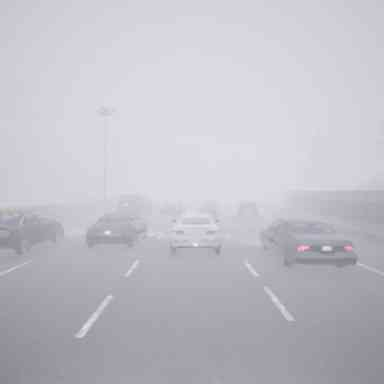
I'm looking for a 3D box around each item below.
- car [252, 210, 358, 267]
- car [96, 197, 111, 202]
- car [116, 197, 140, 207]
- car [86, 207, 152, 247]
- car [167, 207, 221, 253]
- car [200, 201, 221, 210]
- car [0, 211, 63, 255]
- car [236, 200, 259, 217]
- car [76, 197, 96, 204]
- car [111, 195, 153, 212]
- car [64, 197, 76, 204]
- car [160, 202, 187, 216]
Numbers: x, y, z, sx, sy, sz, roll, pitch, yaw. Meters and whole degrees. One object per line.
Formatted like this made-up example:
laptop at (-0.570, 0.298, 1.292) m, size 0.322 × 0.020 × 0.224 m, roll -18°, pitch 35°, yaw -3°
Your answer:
car at (3.630, 1.555, 11.378) m, size 2.033 × 1.411 × 5.357 m, roll 0°, pitch 0°, yaw 1°
car at (-13.961, 1.550, 57.382) m, size 1.882 × 1.535 × 5.008 m, roll 0°, pitch 0°, yaw 17°
car at (-10.745, 1.571, 55.920) m, size 1.837 × 1.490 × 4.892 m, roll 0°, pitch 0°, yaw 17°
car at (-3.282, 1.583, 15.172) m, size 1.994 × 1.385 × 4.181 m, roll 0°, pitch 0°, yaw 2°
car at (0.154, 1.539, 13.545) m, size 1.812 × 1.442 × 4.674 m, roll 0°, pitch 0°, yaw 1°
car at (1.699, 1.577, 31.563) m, size 2.033 × 1.411 × 5.357 m, roll 0°, pitch 0°, yaw 9°
car at (-6.836, 1.514, 13.312) m, size 2.128 × 1.511 × 4.902 m, roll 0°, pitch 0°, yaw 1°
car at (5.350, 1.531, 31.977) m, size 1.837 × 1.490 × 4.892 m, roll 0°, pitch 0°, yaw 9°
car at (-17.410, 1.555, 58.079) m, size 1.882 × 1.535 × 5.008 m, roll 0°, pitch 0°, yaw 17°
car at (-5.344, 1.258, 31.550) m, size 2.150 × 2.045 × 5.566 m, roll 0°, pitch 0°, yaw 8°
car at (-20.720, 1.575, 59.187) m, size 2.128 × 1.511 × 4.902 m, roll 0°, pitch 0°, yaw 17°
car at (-1.672, 1.635, 32.475) m, size 1.895 × 1.301 × 4.718 m, roll 0°, pitch 0°, yaw 9°
